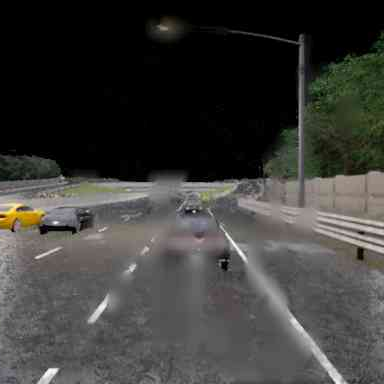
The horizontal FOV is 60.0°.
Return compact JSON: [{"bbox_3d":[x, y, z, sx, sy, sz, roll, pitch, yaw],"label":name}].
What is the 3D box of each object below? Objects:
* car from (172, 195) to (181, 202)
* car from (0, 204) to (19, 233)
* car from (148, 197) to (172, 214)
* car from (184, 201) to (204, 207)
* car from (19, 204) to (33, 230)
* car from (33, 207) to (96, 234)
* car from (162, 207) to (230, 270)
[{"bbox_3d":[-3.216,1.294,66.720,1.837,1.490,4.892,0,0,0],"label":"car"},{"bbox_3d":[-3.500,1.224,1.810,2.150,2.045,5.566,0,0,0],"label":"car"},{"bbox_3d":[-3.373,1.401,34.239,1.837,1.490,4.892,0,0,0],"label":"car"},{"bbox_3d":[0.230,1.502,32.390,1.895,1.301,4.718,0,0,1],"label":"car"},{"bbox_3d":[-10.355,1.422,19.365,1.882,1.535,5.008,0,0,0],"label":"car"},{"bbox_3d":[-6.857,1.510,18.749,1.994,1.385,4.181,0,0,0],"label":"car"},{"bbox_3d":[0.117,1.465,10.874,2.128,1.511,4.902,0,0,0],"label":"car"}]
